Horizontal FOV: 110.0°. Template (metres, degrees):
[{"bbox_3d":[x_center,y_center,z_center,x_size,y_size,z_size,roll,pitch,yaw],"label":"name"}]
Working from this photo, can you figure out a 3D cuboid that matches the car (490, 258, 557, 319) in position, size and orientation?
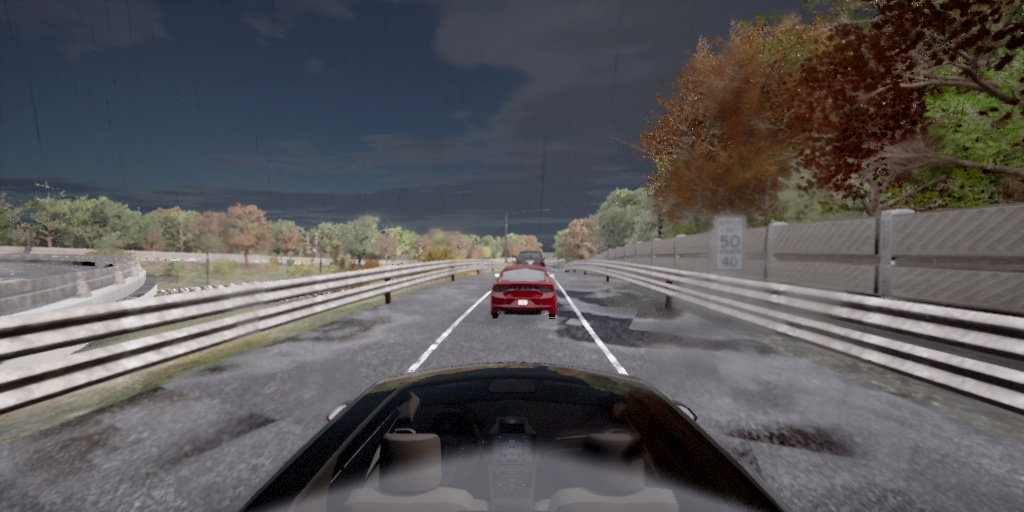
[{"bbox_3d":[0.415,1.019,11.919,1.882,1.535,5.008,0,1,3],"label":"car"}]

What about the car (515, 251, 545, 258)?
[{"bbox_3d":[1.417,0.647,27.786,2.150,2.045,5.566,0,-1,3],"label":"car"}]
